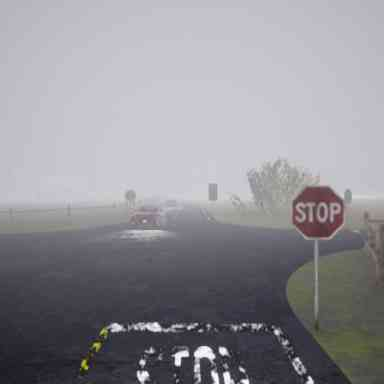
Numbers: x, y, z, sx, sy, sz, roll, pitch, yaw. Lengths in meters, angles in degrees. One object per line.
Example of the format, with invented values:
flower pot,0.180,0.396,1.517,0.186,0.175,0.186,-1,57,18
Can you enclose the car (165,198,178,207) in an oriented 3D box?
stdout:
car,-3.023,1.497,49.279,1.895,1.301,4.718,0,0,-2

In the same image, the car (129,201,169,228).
car,-2.780,1.535,21.643,1.994,1.385,4.181,0,0,0
